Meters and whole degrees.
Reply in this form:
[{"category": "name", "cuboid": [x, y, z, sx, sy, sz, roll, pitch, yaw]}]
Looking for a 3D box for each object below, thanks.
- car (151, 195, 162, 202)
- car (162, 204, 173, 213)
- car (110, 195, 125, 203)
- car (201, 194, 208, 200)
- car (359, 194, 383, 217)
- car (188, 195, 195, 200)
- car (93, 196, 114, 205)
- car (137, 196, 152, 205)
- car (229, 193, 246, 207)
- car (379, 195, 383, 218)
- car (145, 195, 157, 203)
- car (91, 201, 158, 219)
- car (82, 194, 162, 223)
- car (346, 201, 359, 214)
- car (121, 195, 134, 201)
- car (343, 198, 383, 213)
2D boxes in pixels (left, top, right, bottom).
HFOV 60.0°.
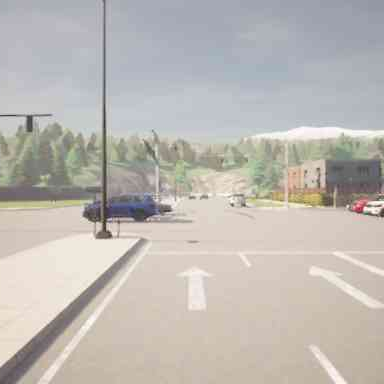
[{"category": "car", "cuboid": [-8.027, 1.443, 75.839, 1.994, 1.385, 4.181, 0, 0, 0]}, {"category": "car", "cuboid": [-4.470, 1.501, 31.866, 5.357, 1.411, 2.033, 0, 0, -1]}, {"category": "car", "cuboid": [-15.024, 1.405, 67.084, 1.837, 1.490, 4.892, 0, 0, 0]}, {"category": "car", "cuboid": [3.467, 1.222, 92.918, 2.097, 1.767, 4.553, 0, 0, 0]}, {"category": "car", "cuboid": [17.879, 1.181, 28.603, 5.566, 2.045, 2.150, 0, 0, -1]}, {"category": "car", "cuboid": [-0.033, 1.461, 93.090, 1.895, 1.301, 4.718, 0, 0, 0]}, {"category": "car", "cuboid": [-15.020, 1.466, 56.702, 2.033, 1.411, 5.357, 0, 0, 0]}, {"category": "car", "cuboid": [-8.020, 1.445, 56.344, 1.812, 1.442, 4.674, 0, 0, 0]}, {"category": "car", "cuboid": [6.933, 1.148, 51.035, 2.150, 2.045, 5.566, 0, 0, 2]}, {"category": "car", "cuboid": [17.150, 1.315, 25.097, 4.553, 1.767, 2.097, 0, 0, -1]}, {"category": "car", "cuboid": [-8.023, 1.431, 65.954, 1.812, 1.442, 4.674, 0, 0, 0]}, {"category": "car", "cuboid": [-5.638, 1.506, 28.354, 5.357, 1.411, 2.033, 0, 0, -1]}, {"category": "car", "cuboid": [-5.274, 1.186, 24.857, 5.566, 2.045, 2.150, 0, 0, -1]}, {"category": "car", "cuboid": [18.394, 1.176, 32.111, 5.566, 2.045, 2.150, 0, 0, -1]}, {"category": "car", "cuboid": [-15.028, 1.427, 77.579, 2.033, 1.411, 5.357, 0, 0, 0]}, {"category": "car", "cuboid": [19.169, 1.441, 35.683, 4.902, 1.511, 2.128, 0, 0, 1]}]
